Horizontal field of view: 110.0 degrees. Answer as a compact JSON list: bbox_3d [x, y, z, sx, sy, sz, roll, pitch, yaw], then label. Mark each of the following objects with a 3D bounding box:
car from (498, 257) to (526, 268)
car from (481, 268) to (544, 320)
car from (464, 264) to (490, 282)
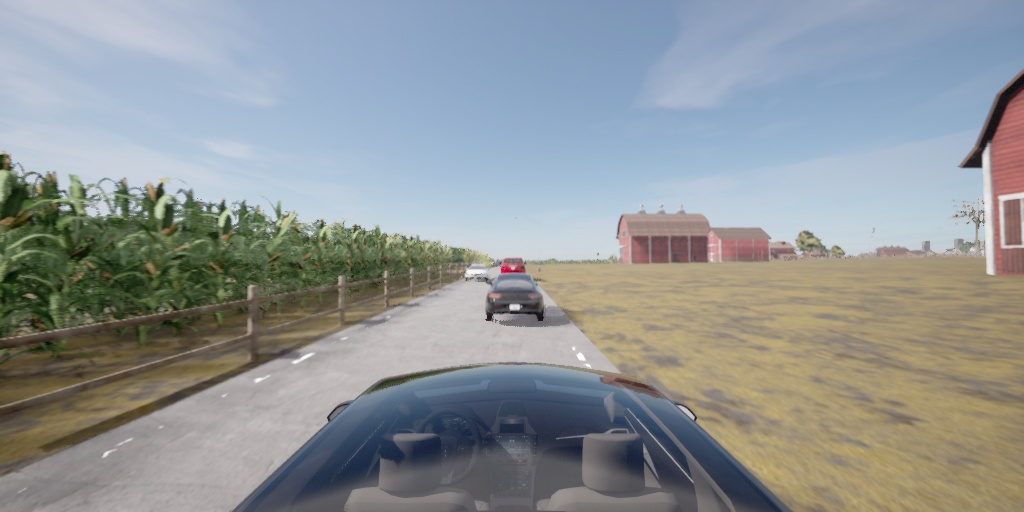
[{"bbox_3d":[0.093,1.106,32.181,2.150,2.045,5.566,0,0,0],"label":"car"},{"bbox_3d":[0.081,1.322,12.667,1.812,1.442,4.674,0,0,0],"label":"car"},{"bbox_3d":[-2.854,1.401,30.397,1.812,1.442,4.674,0,0,0],"label":"car"}]
